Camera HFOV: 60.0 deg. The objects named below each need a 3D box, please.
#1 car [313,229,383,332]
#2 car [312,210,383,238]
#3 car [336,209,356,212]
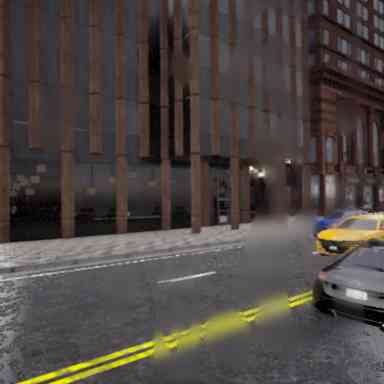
[{"bbox_3d":[4.285,1.651,6.674,4.181,1.385,1.994,0,-2,-38],"label":"car"},{"bbox_3d":[6.848,1.657,12.997,5.008,1.535,1.882,0,-1,-38],"label":"car"},{"bbox_3d":[8.676,1.739,18.496,5.008,1.535,1.882,0,-2,-37],"label":"car"}]
